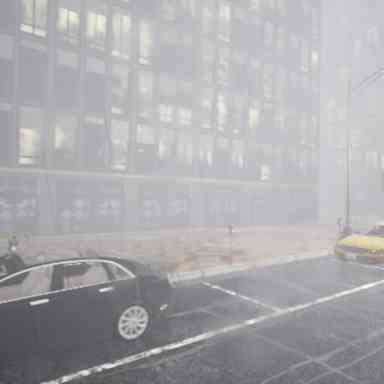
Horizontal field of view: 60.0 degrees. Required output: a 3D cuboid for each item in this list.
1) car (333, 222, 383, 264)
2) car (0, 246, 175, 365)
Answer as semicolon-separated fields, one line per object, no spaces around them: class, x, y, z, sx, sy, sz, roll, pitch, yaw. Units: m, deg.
car;6.727;1.623;11.341;4.829;1.417;1.752;1;1;-35
car;-2.346;1.558;4.872;4.403;1.369;2.008;1;1;-35
